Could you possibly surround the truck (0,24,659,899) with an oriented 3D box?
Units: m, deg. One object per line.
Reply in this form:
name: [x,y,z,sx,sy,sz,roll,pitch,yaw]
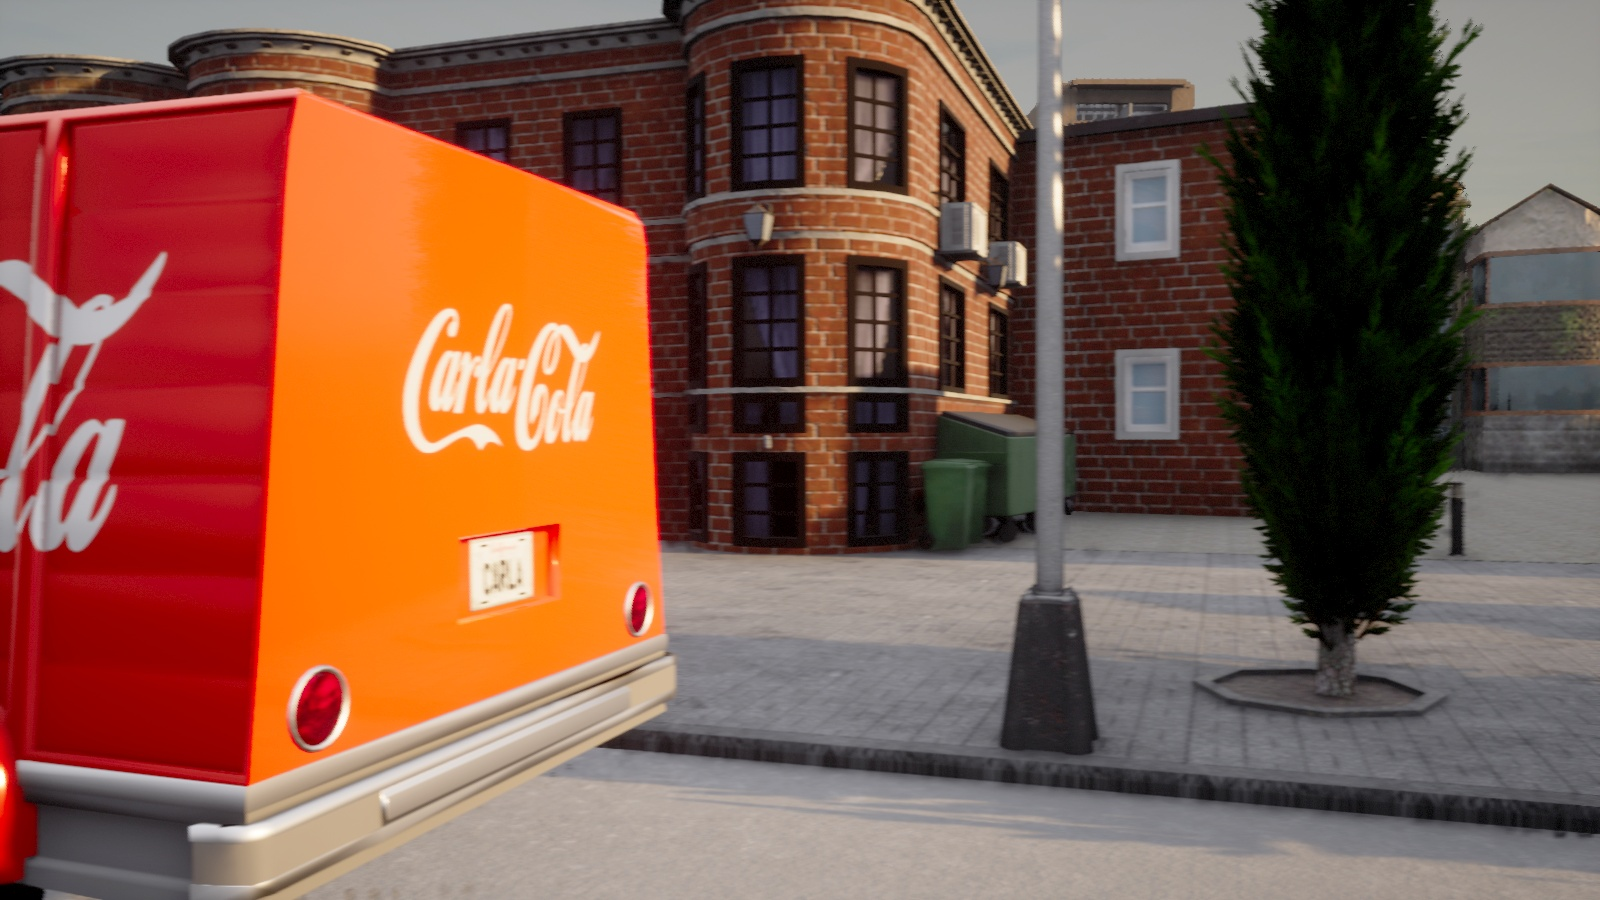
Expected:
truck: [-3.485,0.246,4.884,5.204,2.467,2.627,1,1,19]
